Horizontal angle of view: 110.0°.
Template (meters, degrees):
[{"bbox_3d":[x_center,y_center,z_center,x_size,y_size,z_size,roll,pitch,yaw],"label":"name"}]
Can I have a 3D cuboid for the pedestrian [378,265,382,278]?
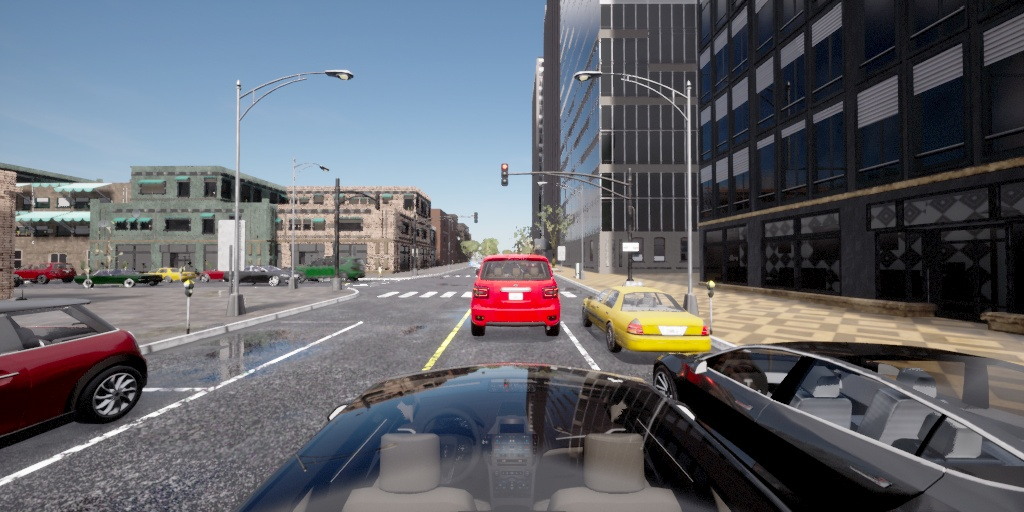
[{"bbox_3d":[-12.620,1.398,34.355,0.375,1.300,0.375,0,0,1],"label":"pedestrian"}]

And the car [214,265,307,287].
[{"bbox_3d":[-17.892,1.381,25.691,4.902,1.511,2.128,-1,-1,2],"label":"car"}]

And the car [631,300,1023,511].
[{"bbox_3d":[2.655,1.316,2.809,1.948,1.339,4.313,0,0,0],"label":"car"}]

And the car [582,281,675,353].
[{"bbox_3d":[2.812,1.277,8.622,1.751,1.417,4.829,0,0,0],"label":"car"}]

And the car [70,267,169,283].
[{"bbox_3d":[-28.095,1.587,25.779,4.718,1.301,1.895,-1,-1,1],"label":"car"}]

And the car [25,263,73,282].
[{"bbox_3d":[-41.672,1.522,31.704,5.009,1.841,2.192,0,0,1],"label":"car"}]

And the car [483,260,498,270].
[{"bbox_3d":[-3.221,1.316,55.538,2.033,1.411,5.357,0,0,0],"label":"car"}]

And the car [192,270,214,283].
[{"bbox_3d":[-25.029,1.488,31.531,4.097,1.591,1.967,0,0,1],"label":"car"}]

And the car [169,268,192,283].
[{"bbox_3d":[-30.747,1.627,31.590,4.829,1.417,1.751,0,0,1],"label":"car"}]

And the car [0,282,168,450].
[{"bbox_3d":[-5.693,1.190,2.843,1.967,1.591,4.097,0,0,0],"label":"car"}]

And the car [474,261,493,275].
[{"bbox_3d":[-3.191,1.289,41.195,1.812,1.442,4.674,0,0,0],"label":"car"}]

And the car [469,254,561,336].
[{"bbox_3d":[0.080,0.975,10.497,2.150,2.045,5.566,0,0,0],"label":"car"}]

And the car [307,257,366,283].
[{"bbox_3d":[-14.568,1.133,28.554,5.566,2.045,2.150,0,-1,2],"label":"car"}]

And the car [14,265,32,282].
[{"bbox_3d":[-38.508,1.591,25.901,4.892,1.490,1.837,-1,-1,1],"label":"car"}]
